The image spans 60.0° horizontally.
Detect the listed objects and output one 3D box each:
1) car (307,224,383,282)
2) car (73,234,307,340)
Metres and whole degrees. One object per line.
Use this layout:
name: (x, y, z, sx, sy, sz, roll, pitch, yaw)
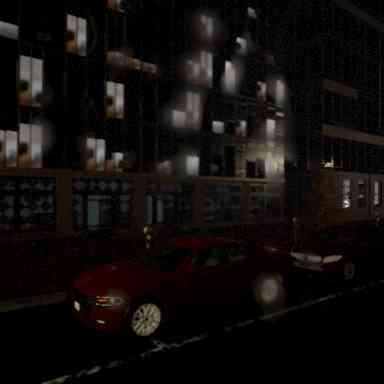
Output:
car: (4.650, 1.648, 9.881, 4.206, 1.307, 1.802, 0, 0, -36)
car: (0.017, 1.571, 6.572, 4.507, 1.381, 1.887, 0, 0, -36)
